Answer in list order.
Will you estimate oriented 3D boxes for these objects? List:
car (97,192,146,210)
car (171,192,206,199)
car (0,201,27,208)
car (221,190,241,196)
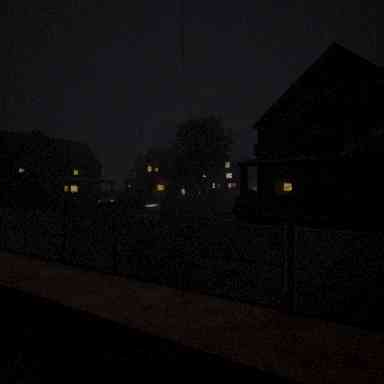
[{"bbox_3d":[-6.265,0.793,29.598,2.097,1.767,4.553,1,2,35],"label":"car"},{"bbox_3d":[-0.292,0.745,38.041,2.033,1.411,5.357,1,2,35],"label":"car"},{"bbox_3d":[-12.367,1.256,20.875,1.994,1.385,4.181,1,2,35],"label":"car"},{"bbox_3d":[5.983,0.494,46.828,2.033,1.411,5.357,1,2,36],"label":"car"}]
